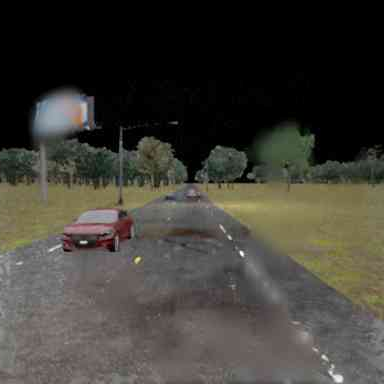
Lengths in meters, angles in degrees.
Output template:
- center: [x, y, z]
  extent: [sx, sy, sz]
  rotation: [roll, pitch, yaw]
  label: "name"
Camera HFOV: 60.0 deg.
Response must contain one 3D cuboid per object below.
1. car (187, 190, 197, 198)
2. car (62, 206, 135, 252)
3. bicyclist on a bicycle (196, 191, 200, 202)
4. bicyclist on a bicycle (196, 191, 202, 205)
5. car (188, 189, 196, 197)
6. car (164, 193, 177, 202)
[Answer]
- center: [0.040, 0.536, 68.865]
  extent: [1.994, 1.385, 4.181]
  rotation: [0, 1, 1]
  label: "car"
- center: [-3.597, 1.375, 13.539]
  extent: [1.882, 1.535, 5.008]
  rotation: [0, 1, 0]
  label: "car"
- center: [0.965, 0.728, 53.127]
  extent: [0.659, 1.776, 1.843]
  rotation: [0, 2, 0]
  label: "bicyclist on a bicycle"
- center: [0.964, 0.924, 44.148]
  extent: [0.659, 1.776, 1.843]
  rotation: [0, 1, 0]
  label: "bicyclist on a bicycle"
- center: [0.009, 0.220, 78.169]
  extent: [1.882, 1.535, 5.008]
  rotation: [0, 2, 0]
  label: "car"
- center: [-3.538, 0.833, 56.055]
  extent: [2.033, 1.411, 5.357]
  rotation: [0, 1, 1]
  label: "car"
